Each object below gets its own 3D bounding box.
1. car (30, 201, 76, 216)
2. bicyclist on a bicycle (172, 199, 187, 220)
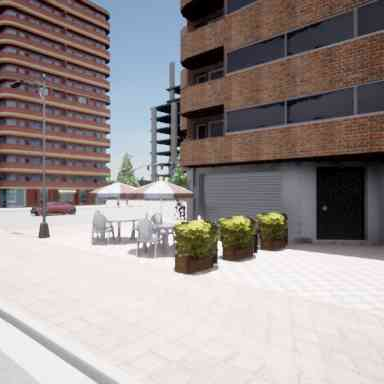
[{"bbox_3d":[-13.650,1.617,32.927,1.994,1.385,4.181,0,0,42],"label":"car"},{"bbox_3d":[-0.968,1.355,25.431,1.656,1.620,0.582,0,0,41],"label":"bicyclist on a bicycle"}]
